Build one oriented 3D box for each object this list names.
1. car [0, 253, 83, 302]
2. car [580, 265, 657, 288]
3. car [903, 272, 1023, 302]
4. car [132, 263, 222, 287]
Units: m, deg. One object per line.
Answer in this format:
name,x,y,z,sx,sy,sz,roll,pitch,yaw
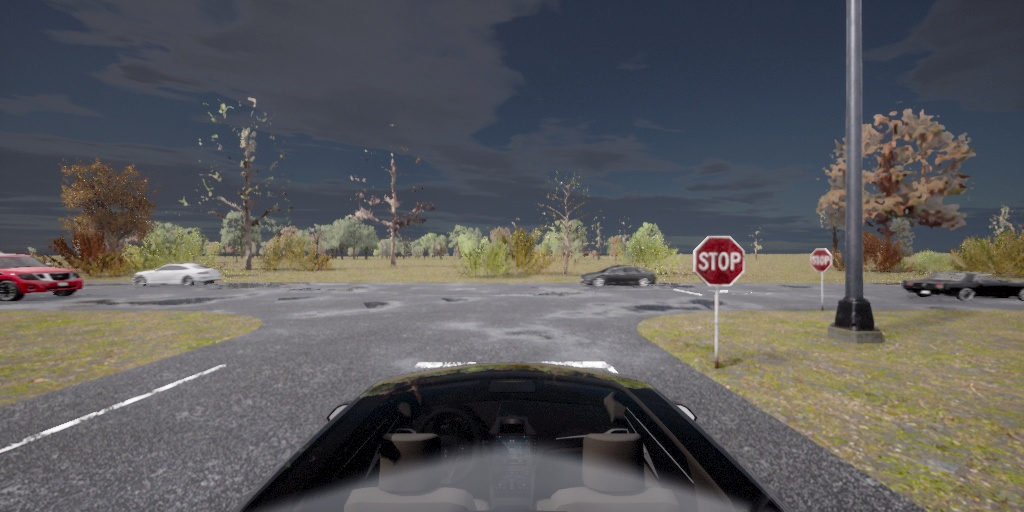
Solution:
car,-22.793,0.892,15.909,5.566,2.045,2.150,0,0,-2
car,7.004,1.378,23.743,4.892,1.490,1.837,0,0,-2
car,21.961,1.445,17.180,4.718,1.301,1.895,0,0,-2
car,-21.329,1.193,22.955,4.674,1.442,1.812,0,0,-2
